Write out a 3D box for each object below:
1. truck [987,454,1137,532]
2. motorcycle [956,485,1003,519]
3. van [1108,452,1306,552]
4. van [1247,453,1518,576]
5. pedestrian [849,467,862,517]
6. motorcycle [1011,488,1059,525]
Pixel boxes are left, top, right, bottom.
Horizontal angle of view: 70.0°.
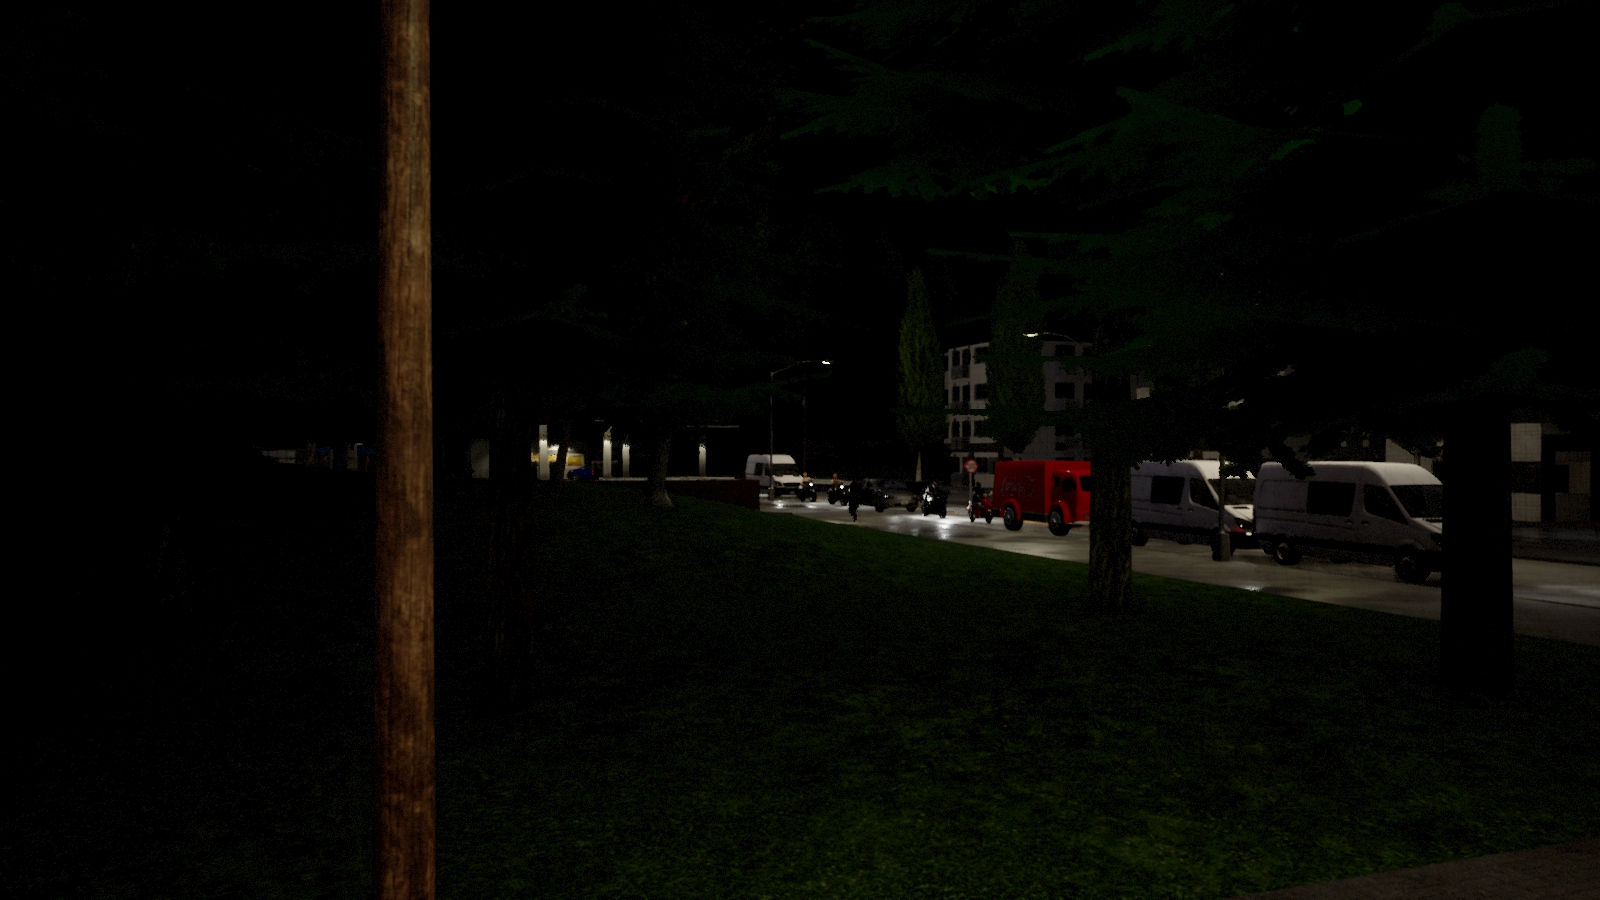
[{"bbox_3d":[8.906,1.383,39.394,2.627,2.467,5.204,0,0,-20],"label":"truck"},{"bbox_3d":[6.992,2.020,44.695,0.867,1.251,2.209,0,0,-20],"label":"motorcycle"},{"bbox_3d":[11.383,1.349,32.523,1.988,2.561,5.915,0,0,-20],"label":"van"},{"bbox_3d":[13.416,1.349,26.895,1.988,2.561,5.915,0,0,-20],"label":"van"},{"bbox_3d":[2.089,1.552,42.717,0.375,1.860,0.375,0,0,-18],"label":"pedestrian"},{"bbox_3d":[8.397,1.997,40.853,0.856,1.236,1.805,0,0,-20],"label":"motorcycle"}]
